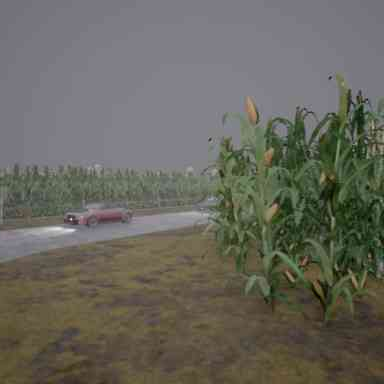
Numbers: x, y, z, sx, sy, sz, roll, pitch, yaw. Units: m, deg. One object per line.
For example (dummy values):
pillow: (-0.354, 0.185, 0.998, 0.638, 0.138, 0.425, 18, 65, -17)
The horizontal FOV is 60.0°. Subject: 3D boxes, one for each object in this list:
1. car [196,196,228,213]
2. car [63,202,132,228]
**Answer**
car: (2.272, 1.105, 31.571, 1.812, 1.442, 4.674, 1, 2, 36)
car: (-5.702, 1.339, 20.518, 1.994, 1.385, 4.181, 1, 2, 36)
